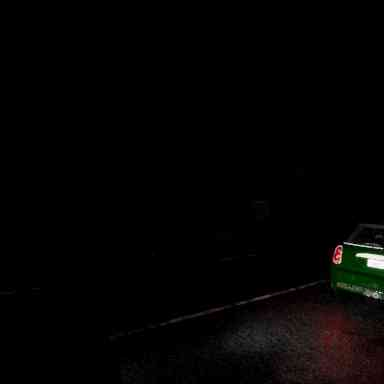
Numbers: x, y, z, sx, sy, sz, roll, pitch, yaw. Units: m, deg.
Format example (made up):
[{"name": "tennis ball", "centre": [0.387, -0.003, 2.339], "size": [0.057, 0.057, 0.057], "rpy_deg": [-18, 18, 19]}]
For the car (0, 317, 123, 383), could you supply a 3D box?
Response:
[{"name": "car", "centre": [-2.774, 1.492, 1.771], "size": [4.902, 1.511, 2.128], "rpy_deg": [0, 0, -36]}]

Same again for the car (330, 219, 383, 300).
[{"name": "car", "centre": [5.140, 1.352, 7.404], "size": [4.553, 1.767, 2.097], "rpy_deg": [0, 0, -35]}]
